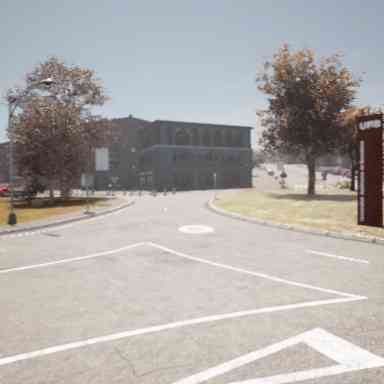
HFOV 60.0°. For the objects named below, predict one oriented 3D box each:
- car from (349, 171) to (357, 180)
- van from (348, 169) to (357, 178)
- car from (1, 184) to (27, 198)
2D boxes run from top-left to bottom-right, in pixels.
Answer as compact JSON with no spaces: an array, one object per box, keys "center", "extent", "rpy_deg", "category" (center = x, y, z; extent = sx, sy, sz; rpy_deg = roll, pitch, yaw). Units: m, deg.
[{"center":[42.187,-3.714,81.328],"extent":[5.366,1.575,1.946],"rpy_deg":[-2,7,-11],"category":"car"},{"center":[42.924,-4.292,84.361],"extent":[4.442,1.987,1.878],"rpy_deg":[-2,6,-11],"category":"van"},{"center":[-22.898,0.072,44.803],"extent":[2.231,1.521,4.892],"rpy_deg":[-1,2,11],"category":"car"}]
